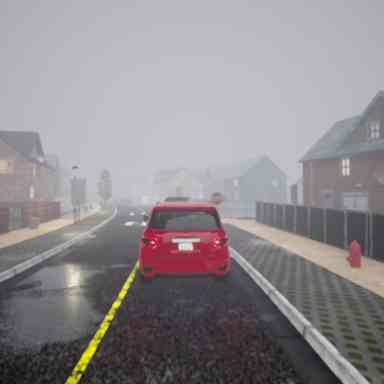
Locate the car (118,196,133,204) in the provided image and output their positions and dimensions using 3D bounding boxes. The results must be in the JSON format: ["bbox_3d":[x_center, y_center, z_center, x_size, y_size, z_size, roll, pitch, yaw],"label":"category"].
[{"bbox_3d":[-14.157,1.873,72.553,2.033,1.411,5.357,1,-1,-22],"label":"car"}]

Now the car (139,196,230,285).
[{"bbox_3d":[-0.288,1.264,9.817,2.150,2.045,5.566,0,0,-3],"label":"car"}]

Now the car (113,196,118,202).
[{"bbox_3d":[-18.159,1.781,82.243,1.882,1.535,5.008,1,-1,-23],"label":"car"}]

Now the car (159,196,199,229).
[{"bbox_3d":[-0.777,1.317,23.757,2.150,2.045,5.566,0,0,5],"label":"car"}]
